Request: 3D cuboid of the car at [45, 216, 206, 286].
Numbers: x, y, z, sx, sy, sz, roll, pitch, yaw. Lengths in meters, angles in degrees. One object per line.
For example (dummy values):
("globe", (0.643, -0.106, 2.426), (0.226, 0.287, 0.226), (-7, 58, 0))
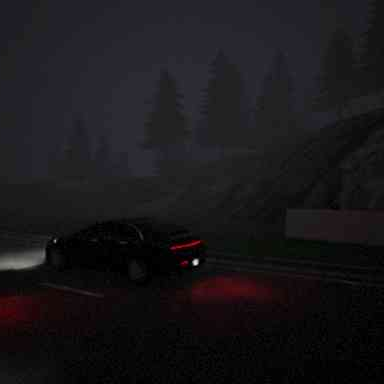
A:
("car", (-1.977, 1.424, 9.142), (4.892, 1.490, 1.837), (0, 1, 31))
